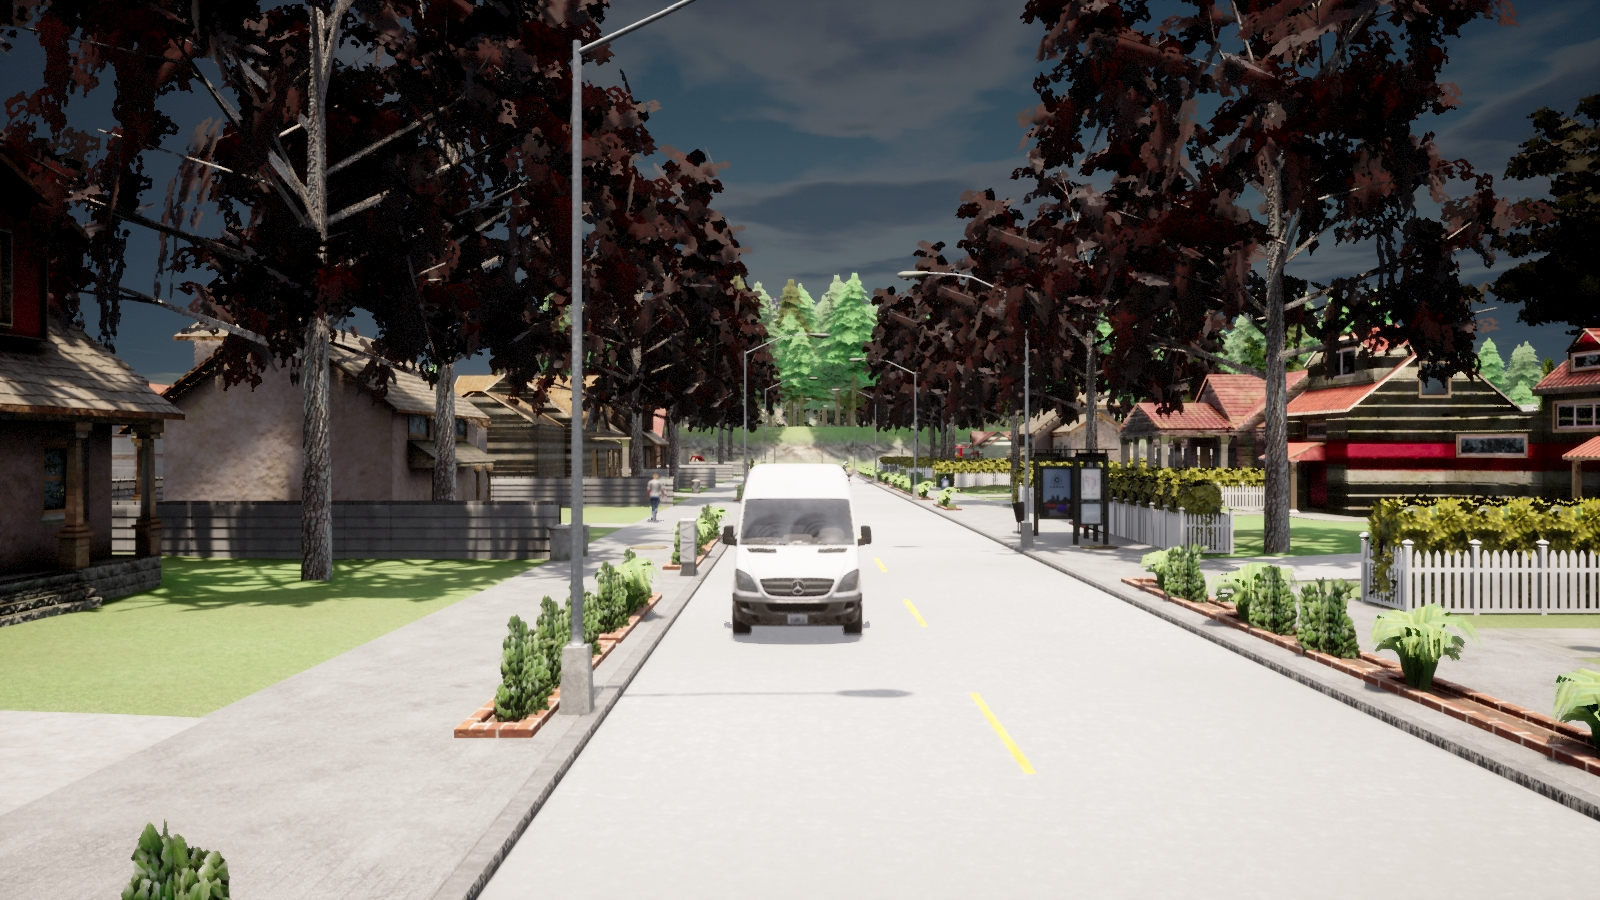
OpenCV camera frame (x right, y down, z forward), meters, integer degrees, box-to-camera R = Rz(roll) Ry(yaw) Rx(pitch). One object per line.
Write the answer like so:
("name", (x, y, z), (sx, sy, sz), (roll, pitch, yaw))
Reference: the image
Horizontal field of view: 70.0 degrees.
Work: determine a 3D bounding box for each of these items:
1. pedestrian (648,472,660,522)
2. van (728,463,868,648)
("pedestrian", (-5.464, 1.743, 42.836), (0.375, 1.860, 0.375), (0, 0, 2))
("van", (-0.038, 1.534, 19.191), (1.988, 2.561, 5.915), (0, 0, 0))
